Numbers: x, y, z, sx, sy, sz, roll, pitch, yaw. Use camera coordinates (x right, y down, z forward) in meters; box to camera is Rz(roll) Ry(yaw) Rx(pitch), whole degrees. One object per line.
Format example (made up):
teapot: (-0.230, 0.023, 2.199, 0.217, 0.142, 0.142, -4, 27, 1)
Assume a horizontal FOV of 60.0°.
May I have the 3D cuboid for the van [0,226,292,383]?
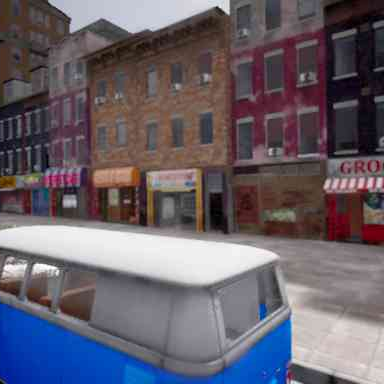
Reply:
van: (-0.983, 1.334, 3.544, 3.998, 1.788, 1.690, 0, -1, 36)
